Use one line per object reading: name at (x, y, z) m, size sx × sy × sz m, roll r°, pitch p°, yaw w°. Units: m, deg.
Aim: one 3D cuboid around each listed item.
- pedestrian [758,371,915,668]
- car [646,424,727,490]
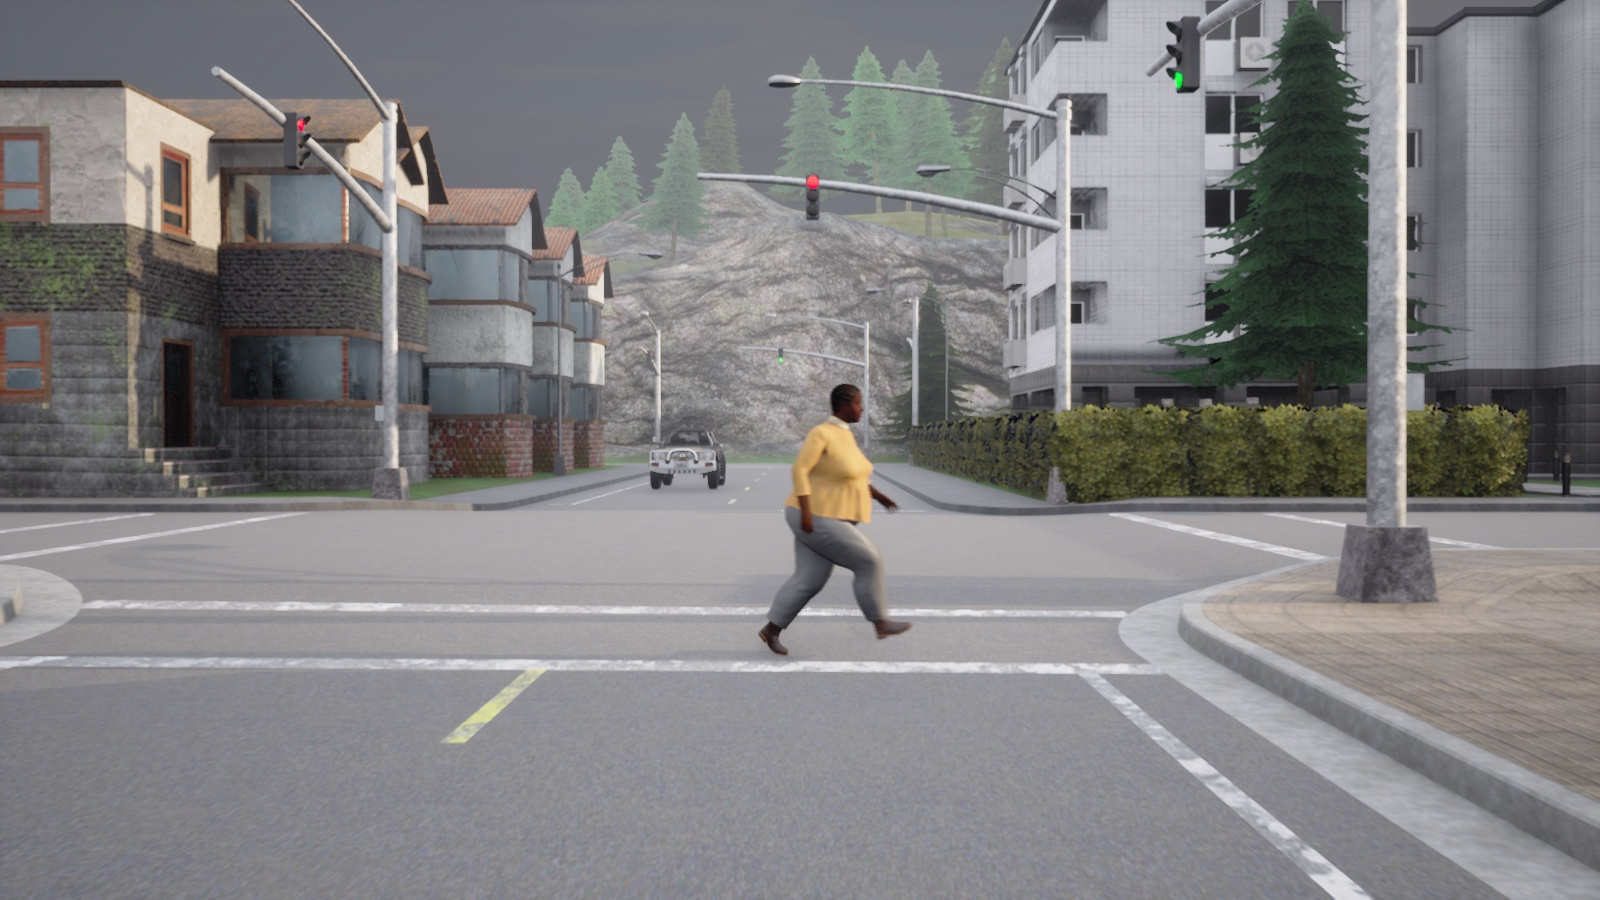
pedestrian at (0.262, 0.431, 8.352) m, size 0.900 × 1.855 × 0.874 m, roll 0°, pitch 1°, yaw 12°
car at (-3.278, 0.172, 37.166) m, size 1.932 × 1.855 × 4.605 m, roll 0°, pitch 1°, yaw 0°
